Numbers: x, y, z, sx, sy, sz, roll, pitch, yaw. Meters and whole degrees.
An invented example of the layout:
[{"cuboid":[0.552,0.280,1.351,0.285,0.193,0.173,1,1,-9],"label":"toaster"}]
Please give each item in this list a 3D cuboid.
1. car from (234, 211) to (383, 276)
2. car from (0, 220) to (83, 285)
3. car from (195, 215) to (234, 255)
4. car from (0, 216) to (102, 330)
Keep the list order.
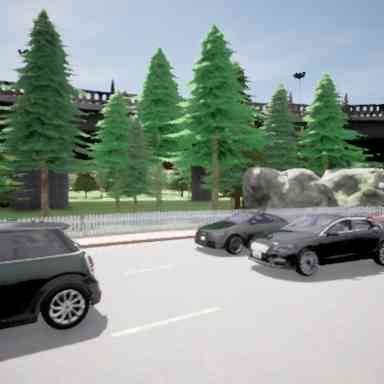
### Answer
[{"cuboid":[4.007,1.406,9.914,4.902,1.511,2.128,0,0,-23],"label":"car"},{"cuboid":[-5.440,1.558,8.498,4.718,1.301,1.895,0,0,-32],"label":"car"},{"cuboid":[2.207,1.464,12.818,4.181,1.385,1.994,0,0,-25],"label":"car"},{"cuboid":[-3.895,1.327,5.306,4.553,1.767,2.097,0,0,-32],"label":"car"}]
